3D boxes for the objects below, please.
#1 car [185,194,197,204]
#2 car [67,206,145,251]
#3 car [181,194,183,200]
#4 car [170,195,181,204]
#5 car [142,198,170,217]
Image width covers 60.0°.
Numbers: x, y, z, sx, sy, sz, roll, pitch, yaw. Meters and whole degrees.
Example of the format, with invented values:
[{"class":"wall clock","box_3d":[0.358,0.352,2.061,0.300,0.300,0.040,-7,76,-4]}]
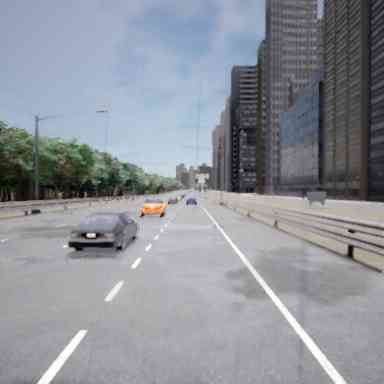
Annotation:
[{"class":"car","box_3d":[-0.111,1.634,65.534,1.812,1.442,4.674,0,0,0]},{"class":"car","box_3d":[-3.509,1.554,14.082,2.033,1.411,5.357,0,0,0]},{"class":"car","box_3d":[-3.870,1.770,86.235,1.895,1.301,4.718,0,0,0]},{"class":"car","box_3d":[-3.715,1.657,65.747,2.033,1.411,5.357,0,0,0]},{"class":"car","box_3d":[-3.549,1.381,31.736,2.097,1.767,4.553,0,0,0]}]
